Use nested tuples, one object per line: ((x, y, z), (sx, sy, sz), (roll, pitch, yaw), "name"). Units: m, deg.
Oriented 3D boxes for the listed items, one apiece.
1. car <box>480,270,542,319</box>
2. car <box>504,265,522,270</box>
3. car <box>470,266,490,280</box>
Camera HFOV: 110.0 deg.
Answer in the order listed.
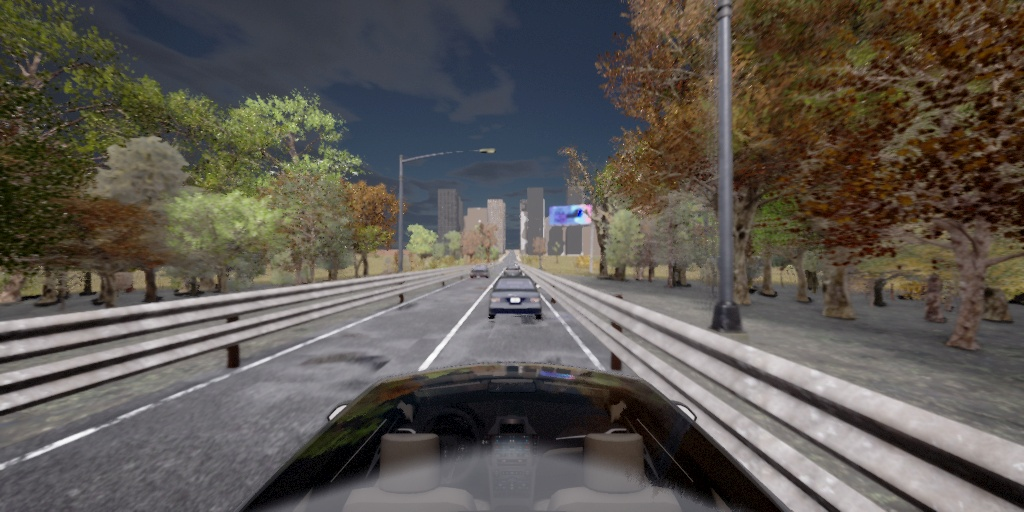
((0.102, 1.432, 13.529), (2.033, 1.411, 5.357), (0, -1, 0), "car")
((0.102, 1.659, 37.005), (2.128, 1.511, 4.902), (0, -1, 0), "car")
((-3.343, 1.732, 38.347), (2.033, 1.411, 5.357), (0, -1, 0), "car")
